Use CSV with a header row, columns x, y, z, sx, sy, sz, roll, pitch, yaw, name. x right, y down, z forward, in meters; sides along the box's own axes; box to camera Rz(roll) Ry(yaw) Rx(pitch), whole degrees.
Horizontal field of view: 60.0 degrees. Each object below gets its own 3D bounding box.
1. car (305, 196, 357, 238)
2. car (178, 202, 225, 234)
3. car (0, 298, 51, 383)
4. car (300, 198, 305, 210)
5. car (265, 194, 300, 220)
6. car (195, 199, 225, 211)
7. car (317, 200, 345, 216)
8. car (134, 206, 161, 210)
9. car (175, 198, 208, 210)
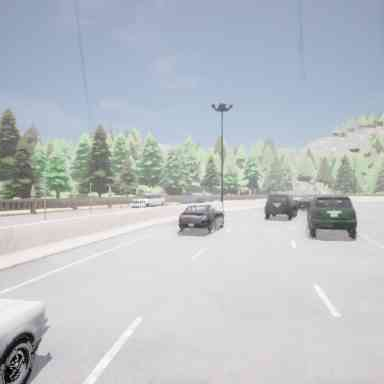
x,y,z,sx,sy,sz,roll,pitch,yaw,name
7.490,1.218,18.147,2.150,2.045,5.566,0,0,18,car
0.673,1.491,19.576,2.128,1.511,4.902,0,0,17,car
-2.975,1.601,2.247,1.895,1.301,4.718,0,0,6,car
13.931,1.477,40.250,1.882,1.535,5.008,0,0,31,car
7.702,1.218,28.508,2.150,2.045,5.566,0,0,23,car
2.366,1.600,41.722,1.895,1.301,4.718,0,0,30,car
14.393,1.547,34.266,2.033,1.411,5.357,0,0,29,car
-5.514,1.219,41.858,2.150,2.045,5.566,0,0,27,car
0.081,1.547,44.778,2.033,1.411,5.357,0,0,30,car
